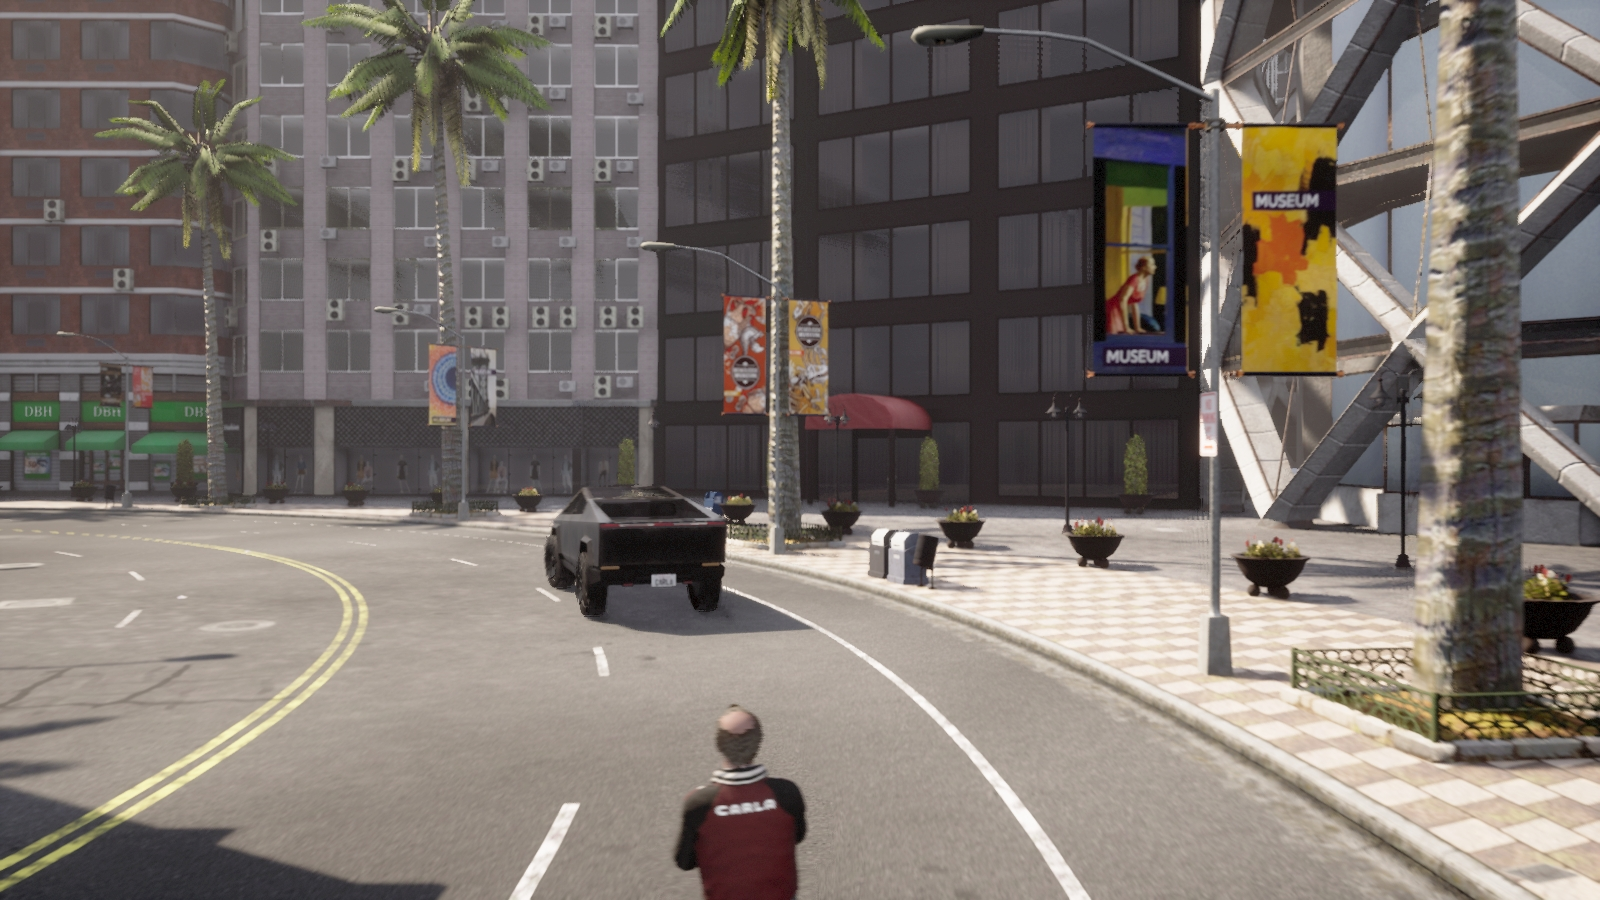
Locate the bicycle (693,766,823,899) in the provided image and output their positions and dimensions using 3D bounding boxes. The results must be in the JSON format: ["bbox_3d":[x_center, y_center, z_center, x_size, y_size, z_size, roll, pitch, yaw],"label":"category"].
[{"bbox_3d":[-0.174,2.209,4.889,0.329,1.171,1.835,-5,1,-10],"label":"bicycle"}]

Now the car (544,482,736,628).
[{"bbox_3d":[-3.206,1.751,21.376,2.390,2.098,6.274,0,0,-19],"label":"car"}]
